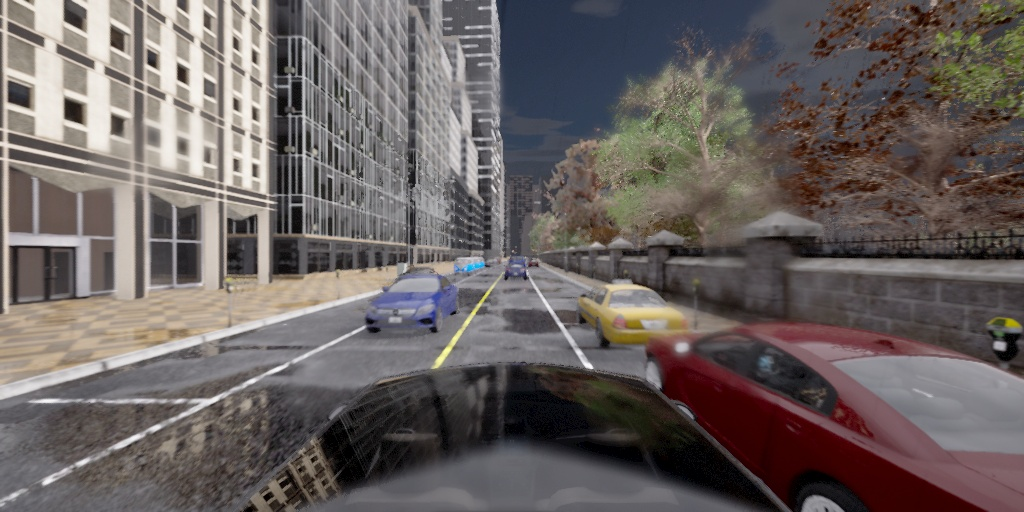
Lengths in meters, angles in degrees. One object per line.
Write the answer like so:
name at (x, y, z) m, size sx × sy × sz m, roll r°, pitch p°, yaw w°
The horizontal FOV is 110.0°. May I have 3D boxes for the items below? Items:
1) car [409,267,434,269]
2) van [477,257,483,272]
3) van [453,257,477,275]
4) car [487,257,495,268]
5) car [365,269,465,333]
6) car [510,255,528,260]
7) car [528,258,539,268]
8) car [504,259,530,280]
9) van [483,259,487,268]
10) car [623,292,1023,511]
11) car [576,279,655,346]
car at (-5.217, 1.297, 20.364) m, size 1.948 × 1.339 × 4.313 m, roll 0°, pitch 0°, yaw 0°
van at (-4.866, 1.053, 42.882) m, size 1.690 × 1.789 × 3.998 m, roll 0°, pitch 0°, yaw 1°
van at (-4.977, 1.058, 37.247) m, size 1.690 × 1.789 × 3.998 m, roll 0°, pitch 0°, yaw 1°
car at (-4.442, 1.266, 59.760) m, size 1.948 × 1.339 × 4.313 m, roll 0°, pitch 0°, yaw 2°
car at (-2.740, 1.266, 10.829) m, size 1.812 × 1.442 × 4.674 m, roll 0°, pitch 0°, yaw 1°
car at (0.606, 0.936, 45.220) m, size 2.150 × 2.045 × 5.566 m, roll 0°, pitch 0°, yaw 1°
car at (3.588, 1.248, 59.797) m, size 1.888 × 1.381 × 4.507 m, roll 0°, pitch 0°, yaw 2°
car at (0.327, 1.250, 30.632) m, size 1.812 × 1.442 × 4.674 m, roll 0°, pitch 0°, yaw 1°
van at (-4.743, 1.049, 48.509) m, size 1.690 × 1.789 × 3.998 m, roll 0°, pitch 0°, yaw 1°
car at (2.711, 1.294, 3.352) m, size 1.888 × 1.381 × 4.507 m, roll 0°, pitch 0°, yaw 0°
car at (2.729, 1.269, 9.162) m, size 1.751 × 1.417 × 4.829 m, roll 0°, pitch 0°, yaw 0°
